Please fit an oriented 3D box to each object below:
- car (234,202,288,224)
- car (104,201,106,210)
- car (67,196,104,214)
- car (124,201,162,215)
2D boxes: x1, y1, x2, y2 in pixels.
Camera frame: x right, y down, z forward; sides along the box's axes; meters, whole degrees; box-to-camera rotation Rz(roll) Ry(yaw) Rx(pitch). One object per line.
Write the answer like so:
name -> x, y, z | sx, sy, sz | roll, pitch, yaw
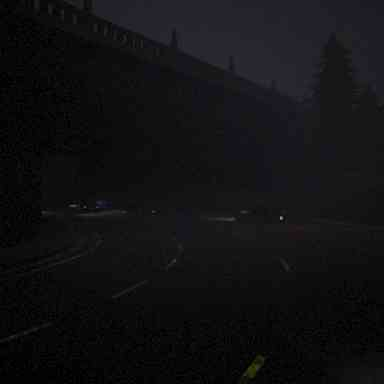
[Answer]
car -> 5.009, 1.504, 24.817 | 1.837, 1.490, 4.892 | 1, 0, -26
car -> -12.758, 1.352, 41.979 | 2.097, 1.767, 4.553 | 0, 0, -45
car -> -11.916, 1.506, 36.049 | 1.837, 1.490, 4.892 | 0, -1, -44
car -> -5.144, 1.600, 34.029 | 1.895, 1.301, 4.718 | 0, 0, -39
